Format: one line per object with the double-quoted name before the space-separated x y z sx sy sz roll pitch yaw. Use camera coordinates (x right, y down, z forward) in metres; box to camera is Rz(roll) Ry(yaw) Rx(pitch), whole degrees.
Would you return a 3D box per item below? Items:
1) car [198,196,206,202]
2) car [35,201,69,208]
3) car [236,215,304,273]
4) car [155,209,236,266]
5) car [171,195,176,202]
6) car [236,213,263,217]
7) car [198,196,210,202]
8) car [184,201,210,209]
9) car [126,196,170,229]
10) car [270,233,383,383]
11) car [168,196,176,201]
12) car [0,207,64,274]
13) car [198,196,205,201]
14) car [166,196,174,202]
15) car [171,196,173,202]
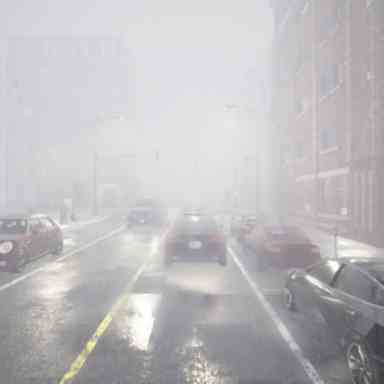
"car" 2.701 1.874 88.022 1.887 1.381 4.507 1 0 0
"car" -18.711 1.883 44.540 4.313 1.339 1.947 0 -1 0
"car" 2.668 1.621 10.503 1.802 1.307 4.206 1 0 0
"car" 0.100 1.548 11.770 2.163 1.488 4.792 0 0 0
"car" -5.679 1.889 82.407 1.802 1.307 4.206 1 0 0
"car" 2.838 1.642 16.159 1.802 1.307 4.206 1 0 0
"car" 2.701 1.769 65.582 1.752 1.417 4.829 1 0 0
"car" 0.101 1.634 23.478 2.033 1.411 5.357 0 0 0
"car" -3.000 1.412 22.902 2.150 2.045 5.566 0 0 0
"car" 2.668 1.585 4.846 1.947 1.339 4.313 1 0 0
"car" -5.679 1.902 93.712 2.008 1.369 4.403 1 0 0
"car" -5.677 1.480 10.540 1.967 1.590 4.097 1 0 0
"car" 2.701 1.917 93.673 1.947 1.339 4.313 1 0 0
"car" -5.679 1.854 87.890 1.752 1.417 4.829 1 0 0
"car" -5.679 1.846 71.103 1.802 1.307 4.206 1 0 0
